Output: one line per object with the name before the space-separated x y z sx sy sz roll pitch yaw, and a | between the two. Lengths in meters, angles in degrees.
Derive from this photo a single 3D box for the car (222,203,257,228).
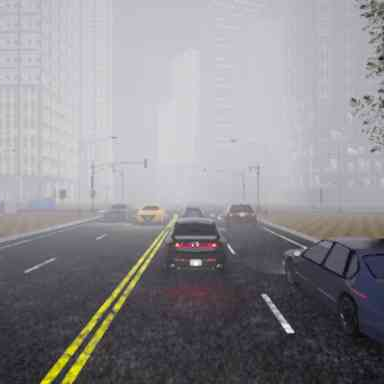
car | 3.346 1.585 24.181 2.097 1.767 4.553 0 -1 0

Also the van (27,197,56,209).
van | -22.663 1.672 50.166 3.998 1.788 1.690 0 0 1

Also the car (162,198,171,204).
car | -6.554 2.238 86.382 1.837 1.490 4.892 0 0 -1

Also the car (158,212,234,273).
car | 0.098 1.614 11.053 1.837 1.490 4.892 0 -1 0

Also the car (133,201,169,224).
car | -3.310 1.741 27.614 1.882 1.535 5.008 0 -1 0

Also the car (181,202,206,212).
car | 0.095 1.773 25.807 1.812 1.442 4.674 0 -1 0

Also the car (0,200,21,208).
car | -28.202 1.851 50.210 4.507 1.381 1.887 0 0 1

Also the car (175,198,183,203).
car | -3.306 2.262 86.513 1.812 1.442 4.674 0 0 -1

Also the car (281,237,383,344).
car | 3.349 1.614 6.609 2.033 1.411 5.357 0 -1 0

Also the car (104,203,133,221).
car | -6.541 1.764 30.092 1.882 1.535 5.008 0 -1 0
